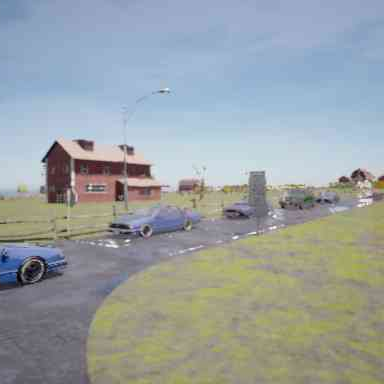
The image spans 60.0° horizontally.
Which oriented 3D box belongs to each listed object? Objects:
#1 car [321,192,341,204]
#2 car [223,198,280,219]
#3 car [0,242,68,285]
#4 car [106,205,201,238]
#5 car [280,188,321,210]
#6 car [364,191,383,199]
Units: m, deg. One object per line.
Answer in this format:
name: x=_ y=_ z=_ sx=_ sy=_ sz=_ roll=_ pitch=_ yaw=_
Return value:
car: x=17.215 y=0.713 z=41.846 sx=2.033 sy=1.411 sz=5.357 roll=0 pitch=1 yaw=38
car: x=4.431 y=1.169 z=25.189 sx=2.033 sy=1.411 sz=5.357 roll=0 pitch=1 yaw=38
car: x=-5.554 y=1.587 z=7.251 sx=2.033 sy=1.411 sz=5.357 roll=0 pitch=1 yaw=37
car: x=-1.752 y=1.385 z=17.148 sx=2.033 sy=1.411 sz=5.357 roll=0 pitch=1 yaw=39
car: x=10.710 y=0.620 z=33.397 sx=2.150 sy=2.045 sz=5.566 roll=0 pitch=1 yaw=38
car: x=27.979 y=0.449 z=51.175 sx=1.895 sy=1.301 sz=4.718 roll=0 pitch=1 yaw=37
